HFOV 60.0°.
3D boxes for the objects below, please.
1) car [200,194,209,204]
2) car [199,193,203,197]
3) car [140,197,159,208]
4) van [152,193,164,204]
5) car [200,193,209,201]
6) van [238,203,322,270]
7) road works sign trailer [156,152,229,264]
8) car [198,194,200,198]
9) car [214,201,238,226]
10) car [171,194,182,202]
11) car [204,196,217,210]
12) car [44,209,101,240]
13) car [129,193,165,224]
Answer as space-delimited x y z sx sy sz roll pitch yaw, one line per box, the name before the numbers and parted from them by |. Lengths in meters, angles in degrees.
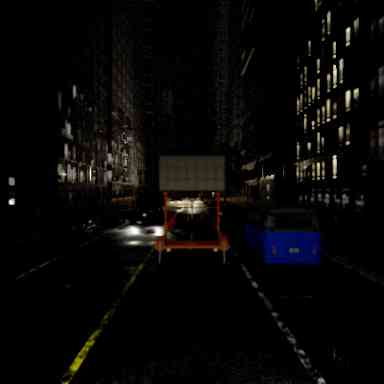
car | 2.709 1.322 50.459 2.008 1.369 4.403 0 0 0
car | 2.711 1.291 56.151 2.008 1.369 4.403 0 0 0
car | -5.674 1.351 44.773 2.008 1.369 4.403 0 0 0
van | -5.670 1.082 56.157 1.690 1.788 3.998 0 0 0
car | 2.717 1.080 73.227 1.967 1.590 4.097 0 0 0
van | 2.694 1.294 10.612 1.690 1.788 3.998 0 0 0
road works sign trailer | 0.004 0.412 11.628 2.380 3.560 2.880 0 0 0
car | 2.715 1.114 67.535 1.967 1.590 4.097 0 0 0
car | 2.698 1.484 21.996 1.802 1.307 4.206 0 0 0
car | -2.997 1.163 65.438 1.882 1.535 5.008 0 0 1
car | 2.704 1.409 39.074 1.802 1.307 4.206 0 0 0
car | -5.685 1.509 16.310 1.802 1.307 4.206 0 0 0
car | -3.092 1.112 24.394 2.150 2.045 5.566 0 0 0
